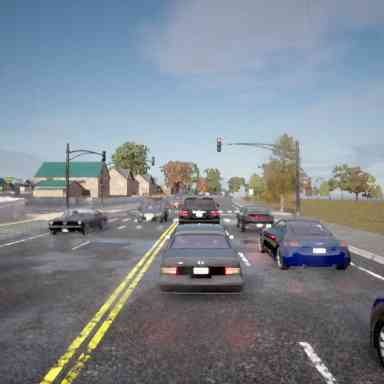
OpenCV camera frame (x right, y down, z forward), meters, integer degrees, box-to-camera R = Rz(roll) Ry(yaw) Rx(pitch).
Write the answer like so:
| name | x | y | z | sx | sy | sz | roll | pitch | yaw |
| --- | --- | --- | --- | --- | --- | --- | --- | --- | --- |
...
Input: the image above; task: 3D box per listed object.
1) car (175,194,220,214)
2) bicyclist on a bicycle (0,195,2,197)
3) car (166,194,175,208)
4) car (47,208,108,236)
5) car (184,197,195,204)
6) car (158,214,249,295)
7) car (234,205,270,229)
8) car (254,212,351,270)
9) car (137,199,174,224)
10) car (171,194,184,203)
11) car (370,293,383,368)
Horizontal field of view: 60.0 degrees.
| name | x | y | z | sx | sy | sz | roll | pitch | yaw |
| --- | --- | --- | --- | --- | --- | --- | --- | --- | --- |
| car | 0.425 | 1.237 | 19.106 | 2.150 | 2.045 | 5.566 | 0 | 0 | 1 |
| bicyclist on a bicycle | -23.940 | 1.036 | 41.330 | 0.582 | 1.620 | 1.656 | 1 | -1 | 16 |
| car | -1.881 | 1.423 | 46.366 | 2.097 | 1.767 | 4.553 | 0 | 0 | 3 |
| car | -6.286 | 1.619 | 18.803 | 1.895 | 1.301 | 4.718 | 0 | 0 | 2 |
| car | -0.423 | 1.725 | 66.915 | 1.895 | 1.301 | 4.718 | 0 | 0 | 5 |
| car | 0.206 | 1.553 | 8.859 | 2.033 | 1.411 | 5.357 | 0 | 0 | 1 |
| car | 3.692 | 1.520 | 19.961 | 1.837 | 1.490 | 4.892 | 0 | 0 | 3 |
| car | 3.502 | 1.570 | 11.068 | 1.994 | 1.385 | 4.181 | 0 | 0 | 1 |
| car | -2.842 | 1.517 | 25.007 | 2.128 | 1.511 | 4.902 | 0 | 0 | 2 |
| car | -3.156 | 1.375 | 73.110 | 2.150 | 2.045 | 5.566 | 0 | 0 | 5 |
| car | 3.385 | 1.353 | 2.548 | 2.097 | 1.767 | 4.553 | 0 | 0 | 0 |
